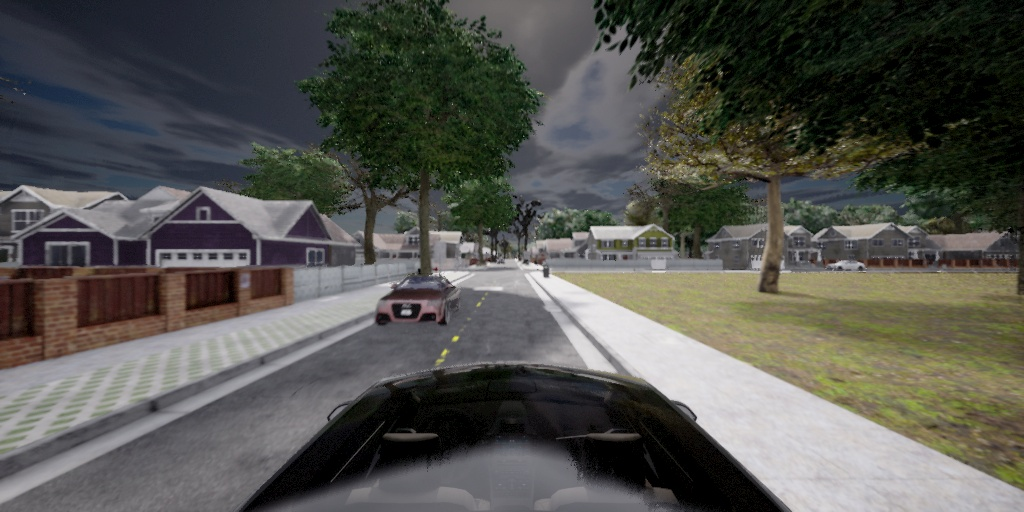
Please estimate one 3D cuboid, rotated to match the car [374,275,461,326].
[{"bbox_3d":[-2.848,1.332,11.641,1.994,1.385,4.181,0,0,0],"label":"car"}]
